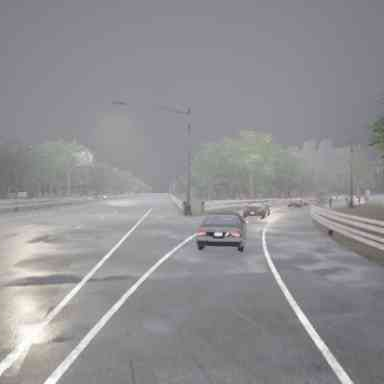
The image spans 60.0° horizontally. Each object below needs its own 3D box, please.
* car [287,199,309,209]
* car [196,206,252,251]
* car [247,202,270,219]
[{"bbox_3d":[15.413,1.693,47.977,1.895,1.301,4.718,0,0,35],"label":"car"},{"bbox_3d":[1.410,1.566,14.375,2.033,1.411,5.357,0,0,11],"label":"car"},{"bbox_3d":[5.869,1.585,29.960,1.812,1.442,4.674,0,0,21],"label":"car"}]
